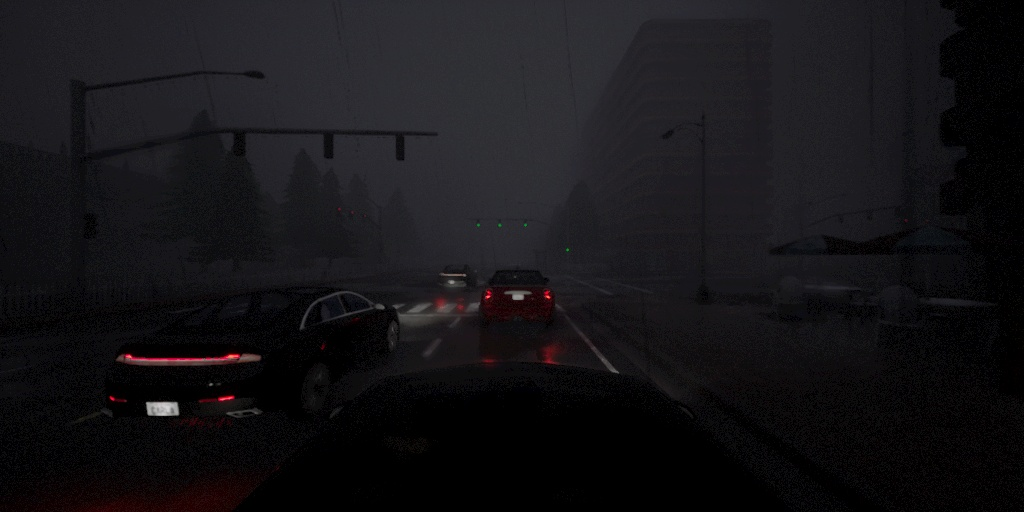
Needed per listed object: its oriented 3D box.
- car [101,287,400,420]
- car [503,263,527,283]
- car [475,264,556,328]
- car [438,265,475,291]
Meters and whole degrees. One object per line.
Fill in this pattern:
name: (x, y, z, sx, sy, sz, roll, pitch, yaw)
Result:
car: (-3.332, 1.244, 5.841, 2.128, 1.511, 4.902, 0, 0, 0)
car: (0.246, 1.333, 29.433, 1.812, 1.442, 4.674, 0, 0, 0)
car: (0.163, 1.109, 11.597, 2.097, 1.767, 4.553, 0, 0, 0)
car: (-3.291, 1.278, 22.268, 2.128, 1.511, 4.902, 0, 0, 0)
